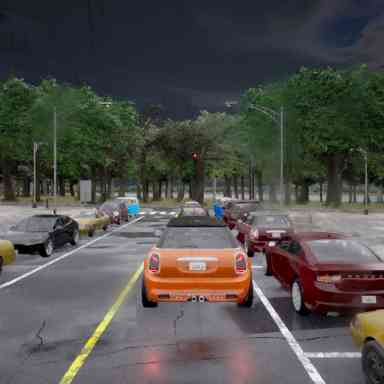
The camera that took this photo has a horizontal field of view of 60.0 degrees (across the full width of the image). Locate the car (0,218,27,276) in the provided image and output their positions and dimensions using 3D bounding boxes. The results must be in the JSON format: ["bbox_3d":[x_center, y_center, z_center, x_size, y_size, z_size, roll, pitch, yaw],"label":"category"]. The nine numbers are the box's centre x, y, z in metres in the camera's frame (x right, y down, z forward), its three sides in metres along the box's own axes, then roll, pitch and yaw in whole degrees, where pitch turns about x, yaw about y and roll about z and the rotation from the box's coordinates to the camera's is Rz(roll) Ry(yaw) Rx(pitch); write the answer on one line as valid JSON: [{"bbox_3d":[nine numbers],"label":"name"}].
[{"bbox_3d":[-5.758,1.525,7.261,1.752,1.417,4.829,0,0,0],"label":"car"}]

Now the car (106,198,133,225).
[{"bbox_3d":[-5.744,1.443,23.744,1.967,1.590,4.097,0,0,0],"label":"car"}]

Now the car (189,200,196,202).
[{"bbox_3d":[0.021,1.460,27.255,1.801,1.575,5.366,0,0,1],"label":"car"}]

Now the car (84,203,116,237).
[{"bbox_3d":[-5.749,1.527,18.136,1.752,1.417,4.829,0,0,0],"label":"car"}]

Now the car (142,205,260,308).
[{"bbox_3d":[0.106,1.352,8.096,2.097,1.767,4.553,0,0,0],"label":"car"}]

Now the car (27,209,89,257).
[{"bbox_3d":[-5.753,1.567,12.869,1.947,1.339,4.313,0,0,0],"label":"car"}]

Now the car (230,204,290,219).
[{"bbox_3d":[2.772,1.441,12.861,1.967,1.590,4.097,0,0,0],"label":"car"}]

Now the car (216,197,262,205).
[{"bbox_3d":[2.776,1.317,18.299,2.192,1.841,5.009,0,0,0],"label":"car"}]

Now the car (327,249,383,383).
[{"bbox_3d":[2.762,1.525,2.156,1.752,1.417,4.829,0,0,0],"label":"car"}]

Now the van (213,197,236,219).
[{"bbox_3d":[2.786,1.346,29.174,1.690,1.788,3.998,0,0,0],"label":"van"}]

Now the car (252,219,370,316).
[{"bbox_3d":[2.767,1.545,7.424,1.887,1.381,4.507,0,0,0],"label":"car"}]

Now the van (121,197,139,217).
[{"bbox_3d":[-5.739,1.345,29.182,1.690,1.788,3.998,0,0,0],"label":"van"}]

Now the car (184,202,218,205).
[{"bbox_3d":[0.113,1.493,17.310,2.128,1.511,4.902,0,0,0],"label":"car"}]
